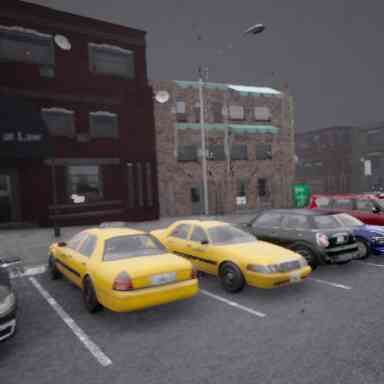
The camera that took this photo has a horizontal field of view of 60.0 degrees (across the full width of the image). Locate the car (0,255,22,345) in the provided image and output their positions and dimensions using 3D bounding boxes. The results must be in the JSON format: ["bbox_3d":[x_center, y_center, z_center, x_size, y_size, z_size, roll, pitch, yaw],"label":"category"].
[{"bbox_3d":[-4.367,1.481,5.896,2.231,1.521,4.892,0,0,-35],"label":"car"}]

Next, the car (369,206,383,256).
[{"bbox_3d":[5.224,1.444,12.726,2.097,1.535,5.008,-1,0,-35],"label":"car"}]

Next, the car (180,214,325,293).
[{"bbox_3d":[0.633,1.473,9.223,1.946,1.575,5.366,0,0,-35],"label":"car"}]

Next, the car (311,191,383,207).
[{"bbox_3d":[7.639,1.144,14.405,2.435,2.045,5.566,-1,1,-35],"label":"car"}]

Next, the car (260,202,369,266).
[{"bbox_3d":[2.940,1.344,11.055,2.185,1.767,4.553,0,0,-35],"label":"car"}]

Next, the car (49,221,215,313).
[{"bbox_3d":[-1.976,1.475,7.819,1.946,1.575,5.366,0,0,-35],"label":"car"}]
